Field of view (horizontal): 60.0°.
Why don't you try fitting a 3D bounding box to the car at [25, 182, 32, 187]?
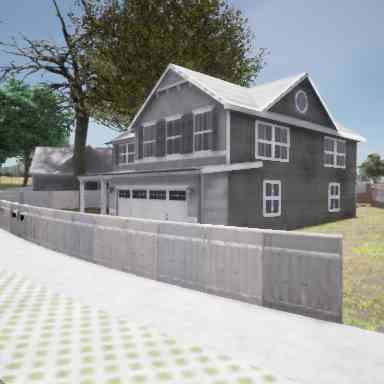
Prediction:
[{"bbox_3d":[-31.307,-1.235,67.156,2.150,2.045,5.566,1,2,7],"label":"car"}]
